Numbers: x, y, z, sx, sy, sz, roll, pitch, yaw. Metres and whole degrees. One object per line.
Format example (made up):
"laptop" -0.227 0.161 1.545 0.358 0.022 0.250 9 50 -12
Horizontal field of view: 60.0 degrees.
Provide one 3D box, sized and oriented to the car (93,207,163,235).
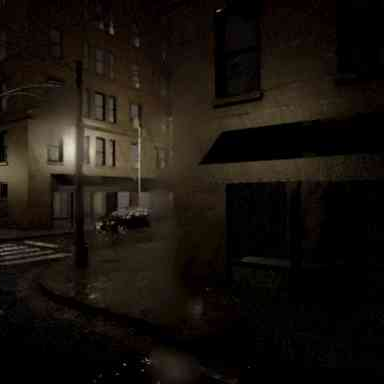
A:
"car" -3.853 1.725 20.642 2.128 1.511 4.902 -1 -1 35
